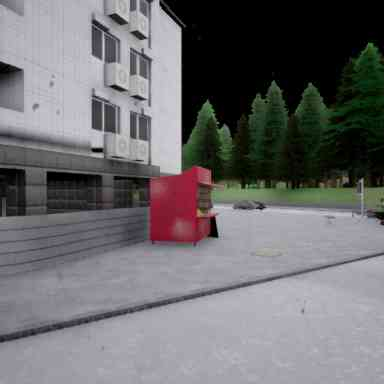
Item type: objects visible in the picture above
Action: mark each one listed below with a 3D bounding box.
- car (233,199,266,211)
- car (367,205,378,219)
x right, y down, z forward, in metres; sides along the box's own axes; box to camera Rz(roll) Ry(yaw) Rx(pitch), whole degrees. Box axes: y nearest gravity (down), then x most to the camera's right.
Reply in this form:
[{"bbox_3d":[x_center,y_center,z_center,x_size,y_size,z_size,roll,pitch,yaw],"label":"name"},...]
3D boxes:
[{"bbox_3d":[6.970,1.563,40.591,1.994,1.385,4.181,0,0,-36],"label":"car"},{"bbox_3d":[16.560,1.564,27.050,1.994,1.385,4.181,0,0,-35],"label":"car"}]
